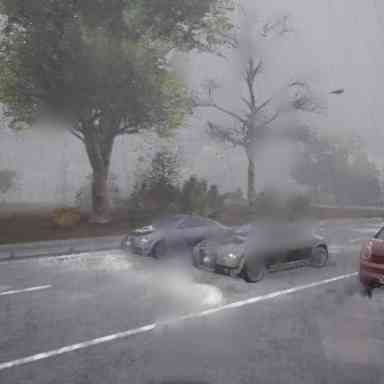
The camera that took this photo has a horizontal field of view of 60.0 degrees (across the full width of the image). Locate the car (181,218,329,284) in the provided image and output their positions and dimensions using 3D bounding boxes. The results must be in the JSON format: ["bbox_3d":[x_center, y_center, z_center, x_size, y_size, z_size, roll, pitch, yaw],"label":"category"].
[{"bbox_3d":[2.038,1.549,9.620,4.181,1.385,1.994,0,0,-34],"label":"car"}]

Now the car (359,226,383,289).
[{"bbox_3d":[6.006,1.338,7.856,4.553,1.767,2.097,0,0,-34],"label":"car"}]

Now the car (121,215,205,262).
[{"bbox_3d":[-0.434,1.548,12.166,4.181,1.385,1.994,0,0,-35],"label":"car"}]

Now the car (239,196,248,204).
[{"bbox_3d":[10.565,1.531,64.926,1.882,1.535,5.008,0,0,-22],"label":"car"}]
